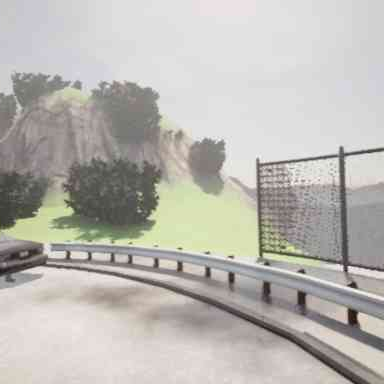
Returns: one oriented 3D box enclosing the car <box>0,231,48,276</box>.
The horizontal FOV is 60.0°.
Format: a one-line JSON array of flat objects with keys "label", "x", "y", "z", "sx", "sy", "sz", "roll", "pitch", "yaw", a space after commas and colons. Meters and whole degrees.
[{"label": "car", "x": -7.038, "y": 1.859, "z": 10.148, "sx": 5.357, "sy": 1.411, "sz": 2.033, "roll": -2, "pitch": -1, "yaw": 20}]
